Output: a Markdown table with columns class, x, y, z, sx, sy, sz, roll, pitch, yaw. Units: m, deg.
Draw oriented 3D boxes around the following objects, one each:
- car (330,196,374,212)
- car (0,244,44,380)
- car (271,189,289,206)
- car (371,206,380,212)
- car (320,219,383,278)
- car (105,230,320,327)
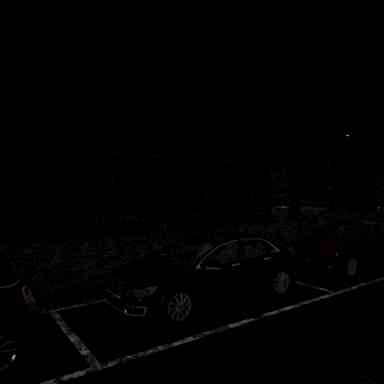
| class | x | y | z | sx | sy | sz | roll | pitch | yaw |
| --- | --- | --- | --- | --- | --- | --- | --- | --- | --- |
| car | 15.992 | 1.171 | 33.015 | 2.128 | 1.511 | 4.902 | 0 | 1 | -36 |
| car | -4.029 | 1.440 | 3.776 | 4.097 | 1.590 | 1.967 | 0 | 0 | -36 |
| car | 9.891 | 0.698 | 41.527 | 2.150 | 2.045 | 5.566 | 0 | 1 | -35 |
| car | 9.293 | 1.441 | 13.292 | 4.097 | 1.590 | 1.967 | 0 | 0 | -36 |
| car | 4.852 | 1.545 | 10.120 | 4.507 | 1.381 | 1.887 | 0 | 0 | -36 |
| car | 0.412 | 1.551 | 6.948 | 4.403 | 1.369 | 2.008 | 0 | 0 | -36 |
